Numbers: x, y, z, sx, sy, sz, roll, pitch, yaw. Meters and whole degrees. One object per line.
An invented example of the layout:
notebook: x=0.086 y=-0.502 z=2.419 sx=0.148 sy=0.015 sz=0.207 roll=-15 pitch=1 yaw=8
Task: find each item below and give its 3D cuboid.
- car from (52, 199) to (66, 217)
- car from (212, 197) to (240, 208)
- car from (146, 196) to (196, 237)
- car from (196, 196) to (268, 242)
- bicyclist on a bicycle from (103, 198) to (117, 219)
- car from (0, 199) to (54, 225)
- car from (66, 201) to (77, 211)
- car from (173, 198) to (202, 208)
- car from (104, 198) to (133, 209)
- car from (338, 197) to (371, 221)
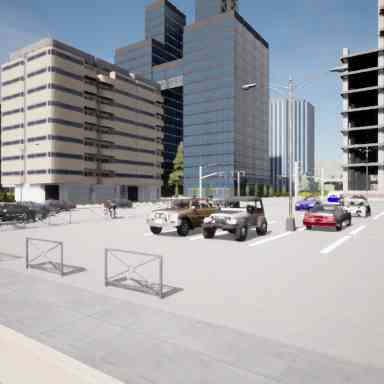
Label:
car: x=-13.861 y=1.547 z=28.268 sx=2.033 sy=1.411 sz=5.357 roll=0 pitch=0 yaw=34
car: x=5.257 y=1.548 z=50.571 sx=2.033 sy=1.411 sz=5.357 roll=0 pitch=0 yaw=33
car: x=-0.237 y=1.153 z=17.252 sx=1.932 sy=1.855 sz=4.605 roll=0 pitch=0 yaw=34
car: x=2.133 y=1.156 z=15.590 sx=1.905 sy=1.878 sz=3.866 roll=0 pitch=0 yaw=34
bicyclist on a bicycle: x=-6.480 y=1.302 z=26.203 sx=1.656 sy=1.620 sz=0.582 roll=0 pitch=0 yaw=34
car: x=-12.753 y=1.505 z=23.602 sx=1.837 sy=1.490 sz=4.892 roll=0 pitch=0 yaw=34
car: x=-15.914 y=1.547 z=38.151 sx=2.033 sy=1.411 sz=5.357 roll=0 pitch=0 yaw=34
car: x=-0.542 y=1.601 z=48.189 sx=1.895 sy=1.301 sz=4.718 roll=0 pitch=0 yaw=34
car: x=-10.288 y=1.564 z=46.524 sx=1.994 sy=1.385 sz=4.181 roll=0 pitch=0 yaw=35
car: x=14.136 y=1.395 z=28.564 sx=1.970 sy=1.475 sz=3.806 roll=0 pitch=0 yaw=34
